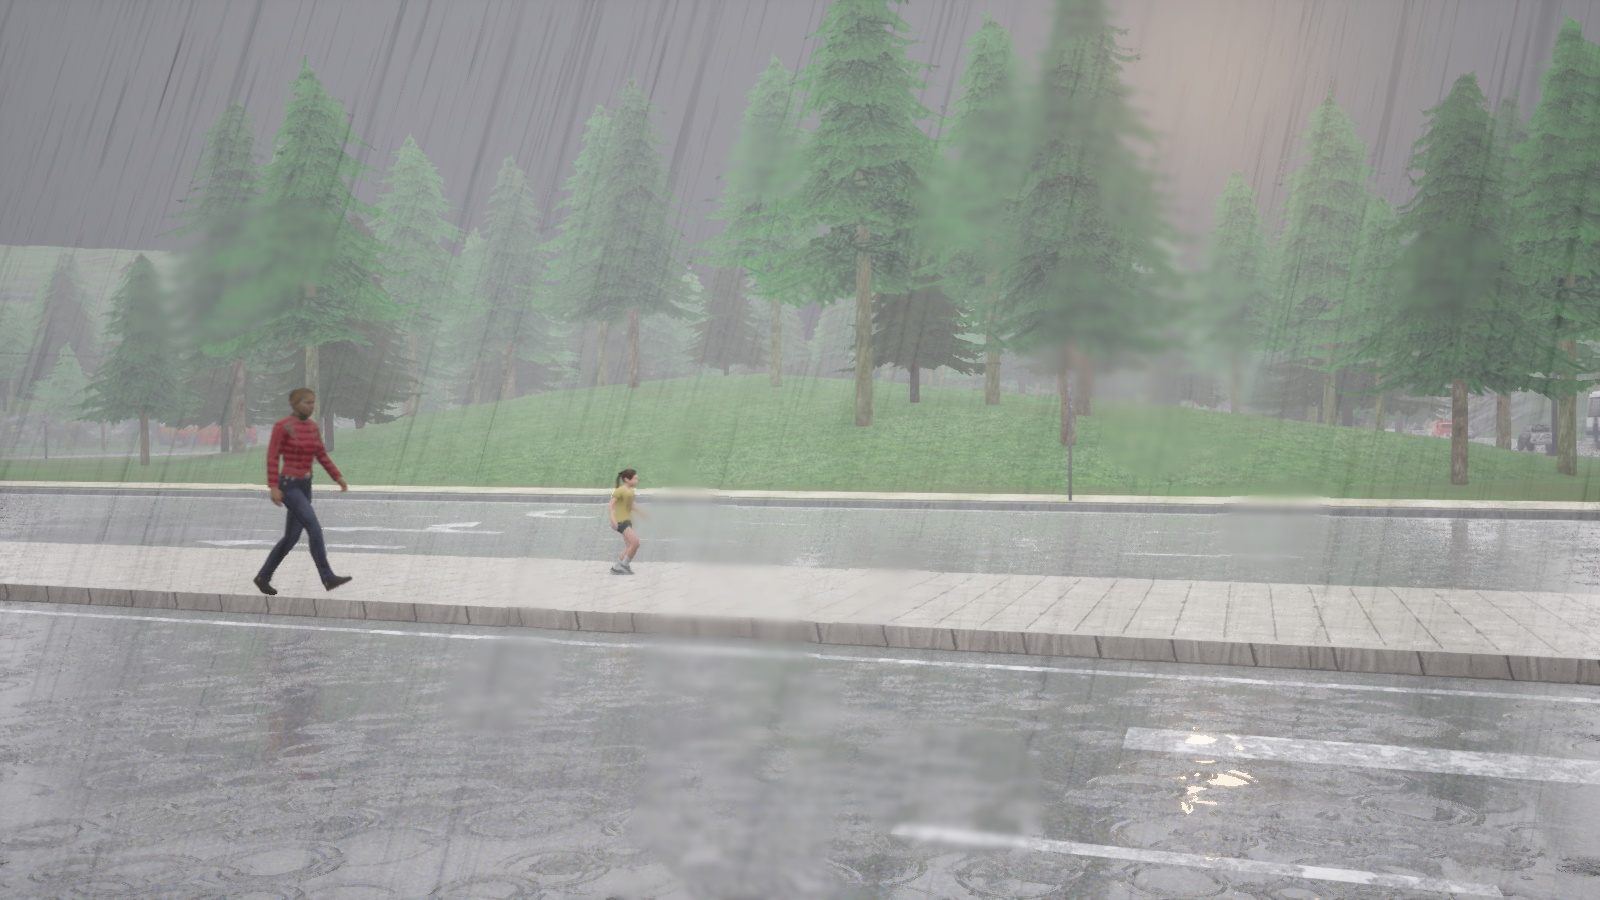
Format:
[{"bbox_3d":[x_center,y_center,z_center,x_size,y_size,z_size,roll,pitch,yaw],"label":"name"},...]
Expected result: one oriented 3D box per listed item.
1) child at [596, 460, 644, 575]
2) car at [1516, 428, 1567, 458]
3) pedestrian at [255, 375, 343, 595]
[{"bbox_3d":[-1.767,0.657,12.344,0.394,1.110,0.255,0,1,15],"label":"child"},{"bbox_3d":[48.308,-0.487,81.914,1.932,1.855,4.605,1,1,19],"label":"car"},{"bbox_3d":[-4.301,0.290,10.794,0.636,1.846,0.331,1,1,19],"label":"pedestrian"}]
